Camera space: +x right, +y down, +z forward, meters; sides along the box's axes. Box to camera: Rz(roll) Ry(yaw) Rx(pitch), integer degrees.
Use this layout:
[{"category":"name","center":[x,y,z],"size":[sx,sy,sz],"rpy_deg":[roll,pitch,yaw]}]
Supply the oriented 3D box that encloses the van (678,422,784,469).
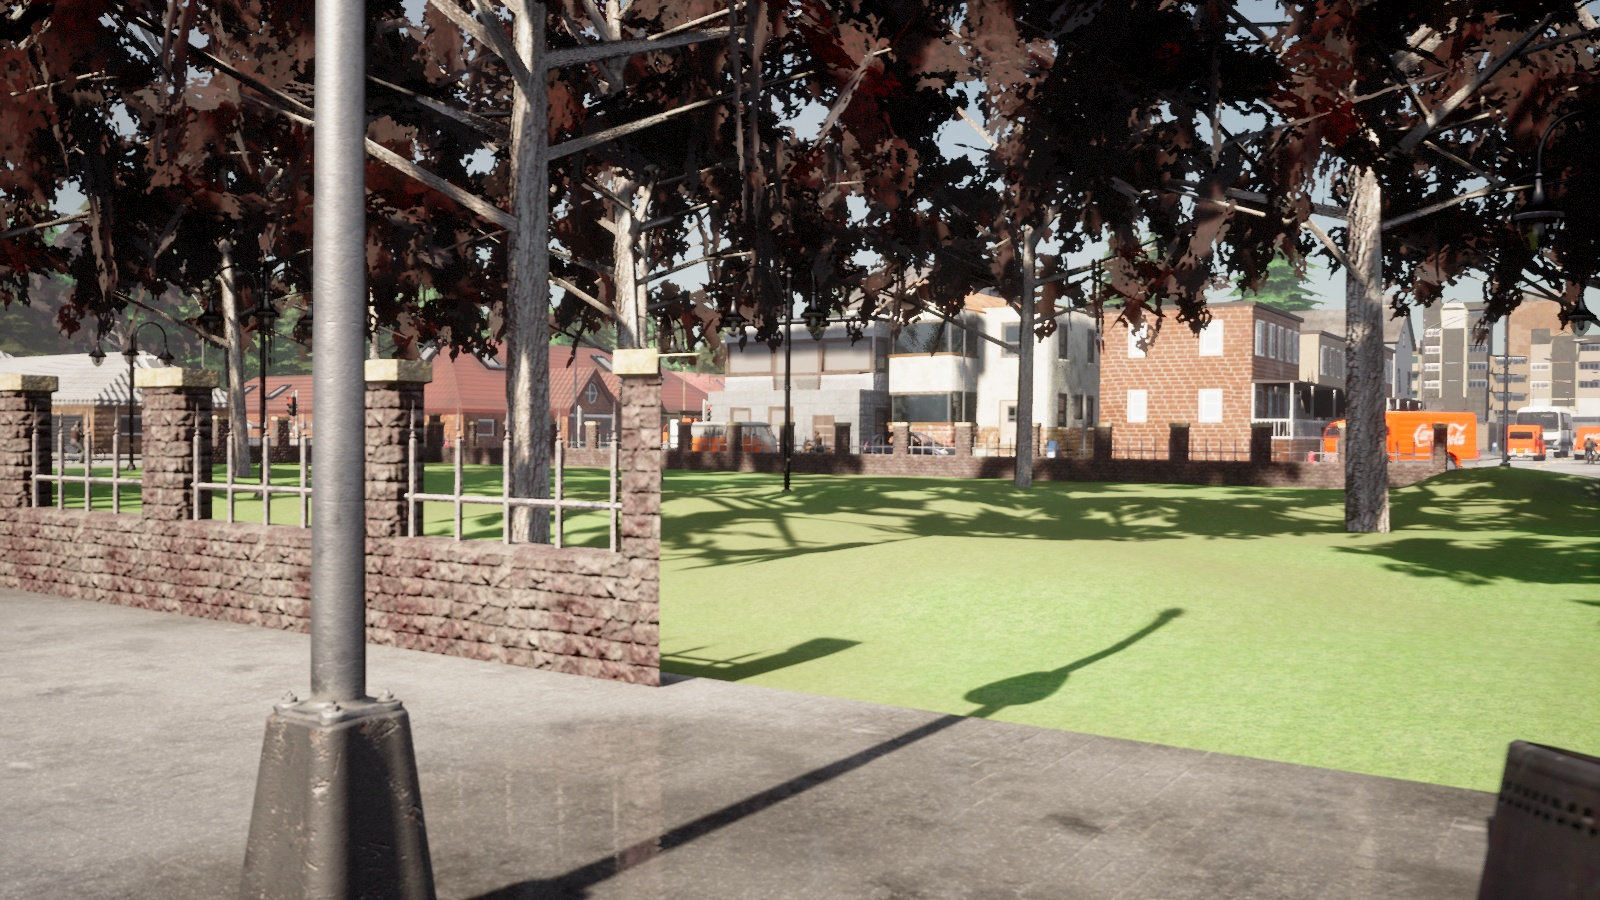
[{"category":"van","center":[-3.062,-0.203,55.717],"size":[4.442,1.987,1.775],"rpy_deg":[0,1,31]}]

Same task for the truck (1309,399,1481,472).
[{"category":"truck","center":[21.795,-0.583,46.112],"size":[5.204,2.467,2.627],"rpy_deg":[-2,2,-13]}]

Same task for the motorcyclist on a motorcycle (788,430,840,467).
[{"category":"motorcyclist on a motorcycle","center":[0.620,-0.074,58.161],"size":[2.350,1.649,0.766],"rpy_deg":[0,1,34]}]

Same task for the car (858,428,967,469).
[{"category":"car","center":[4.530,-0.070,50.692],"size":[3.988,1.617,1.851],"rpy_deg":[0,1,32]}]

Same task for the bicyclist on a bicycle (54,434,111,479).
[{"category":"bicyclist on a bicycle","center":[-28.669,0.248,50.203],"size":[0.659,1.776,1.843],"rpy_deg":[0,1,32]}]
